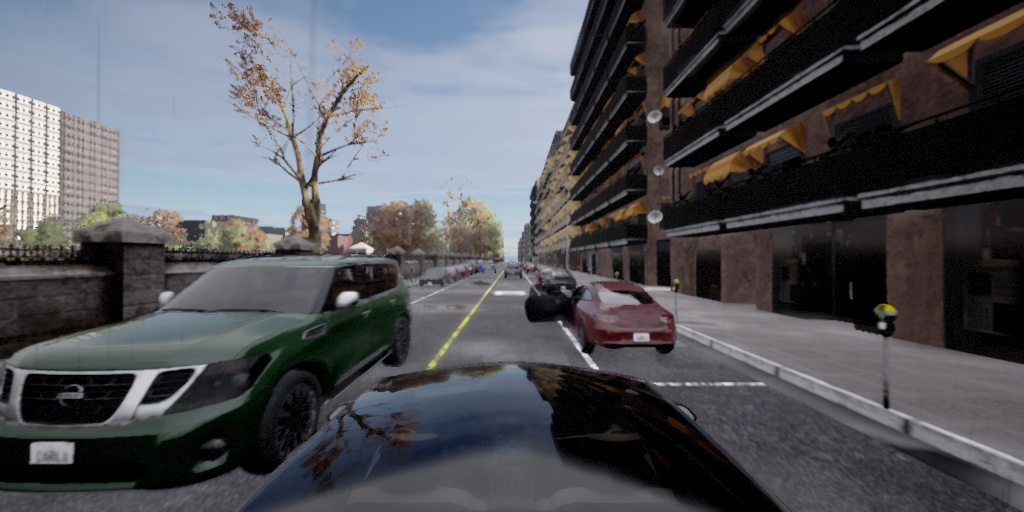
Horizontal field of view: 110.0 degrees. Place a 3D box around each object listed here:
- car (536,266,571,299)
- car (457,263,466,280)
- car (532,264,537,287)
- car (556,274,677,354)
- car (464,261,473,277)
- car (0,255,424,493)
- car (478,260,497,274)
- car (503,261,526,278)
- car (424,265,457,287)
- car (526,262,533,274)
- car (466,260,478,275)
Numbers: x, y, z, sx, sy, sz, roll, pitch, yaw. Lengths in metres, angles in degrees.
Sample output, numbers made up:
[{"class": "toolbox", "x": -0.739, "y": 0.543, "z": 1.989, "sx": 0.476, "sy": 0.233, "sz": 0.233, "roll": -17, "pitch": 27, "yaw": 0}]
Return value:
[{"class": "car", "x": 2.723, "y": 1.458, "z": 21.271, "sx": 2.007, "sy": 1.370, "sz": 4.403, "roll": 0, "pitch": 0, "yaw": 0}, {"class": "car", "x": -5.637, "y": 1.580, "z": 32.547, "sx": 1.802, "sy": 1.307, "sz": 4.207, "roll": 0, "pitch": 0, "yaw": 0}, {"class": "car", "x": 2.734, "y": 1.498, "z": 26.901, "sx": 1.888, "sy": 1.381, "sz": 4.507, "roll": 0, "pitch": 0, "yaw": 0}, {"class": "car", "x": 2.363, "y": 1.333, "z": 8.835, "sx": 1.812, "sy": 1.442, "sz": 4.674, "roll": 0, "pitch": 0, "yaw": 0}, {"class": "car", "x": -5.627, "y": 1.590, "z": 38.175, "sx": 1.888, "sy": 1.381, "sz": 4.507, "roll": 0, "pitch": 0, "yaw": 0}, {"class": "car", "x": -3.096, "y": 0.999, "z": 5.183, "sx": 2.150, "sy": 2.045, "sz": 5.566, "roll": 0, "pitch": 0, "yaw": 0}, {"class": "car", "x": -2.923, "y": 1.366, "z": 46.508, "sx": 2.128, "sy": 1.511, "sz": 4.902, "roll": 0, "pitch": -1, "yaw": 0}, {"class": "car", "x": 0.135, "y": 1.535, "z": 37.895, "sx": 2.128, "sy": 1.511, "sz": 4.902, "roll": 0, "pitch": 0, "yaw": 0}, {"class": "car", "x": -5.647, "y": 1.518, "z": 26.917, "sx": 1.948, "sy": 1.339, "sz": 4.313, "roll": 0, "pitch": 0, "yaw": 0}, {"class": "car", "x": 2.774, "y": 1.733, "z": 49.418, "sx": 1.802, "sy": 1.307, "sz": 4.207, "roll": 0, "pitch": 0, "yaw": 0}, {"class": "car", "x": -5.616, "y": 1.537, "z": 43.803, "sx": 1.967, "sy": 1.591, "sz": 4.097, "roll": 0, "pitch": 0, "yaw": 0}]
